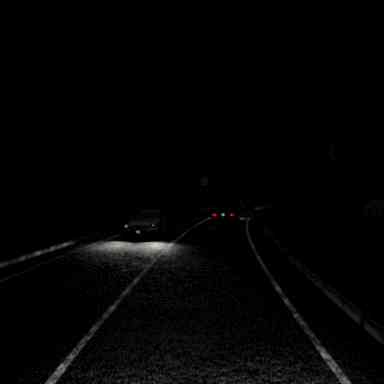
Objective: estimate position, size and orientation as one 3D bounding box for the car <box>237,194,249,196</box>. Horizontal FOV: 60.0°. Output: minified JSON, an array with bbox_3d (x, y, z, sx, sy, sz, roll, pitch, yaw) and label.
[{"bbox_3d":[8.705,1.398,57.669,2.150,2.045,5.566,-2,-1,23],"label":"car"}]

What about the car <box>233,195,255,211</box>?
[{"bbox_3d":[6.859,1.565,42.091,2.128,1.511,4.902,-2,0,17],"label":"car"}]

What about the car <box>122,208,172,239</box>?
[{"bbox_3d":[-2.259,1.617,18.028,1.812,1.442,4.674,-1,0,8],"label":"car"}]

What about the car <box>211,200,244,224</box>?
[{"bbox_3d":[2.590,1.616,25.238,2.033,1.411,5.357,-1,0,11],"label":"car"}]
